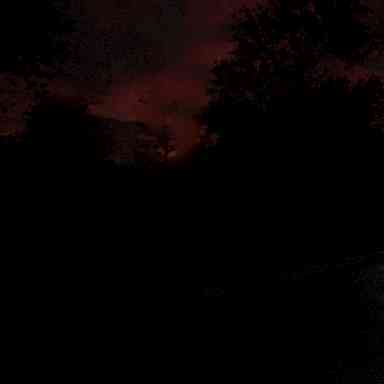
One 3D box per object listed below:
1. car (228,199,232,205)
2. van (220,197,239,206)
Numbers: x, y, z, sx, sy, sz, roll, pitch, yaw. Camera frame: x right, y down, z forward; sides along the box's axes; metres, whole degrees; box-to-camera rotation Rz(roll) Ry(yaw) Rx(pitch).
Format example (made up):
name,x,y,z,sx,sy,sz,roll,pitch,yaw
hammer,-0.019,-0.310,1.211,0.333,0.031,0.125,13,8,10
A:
name,x,y,z,sx,sy,sz,roll,pitch,yaw
car,5.481,2.368,58.938,2.097,1.535,5.008,0,0,-36
van,8.571,2.147,77.166,1.878,1.987,4.442,0,0,-36
